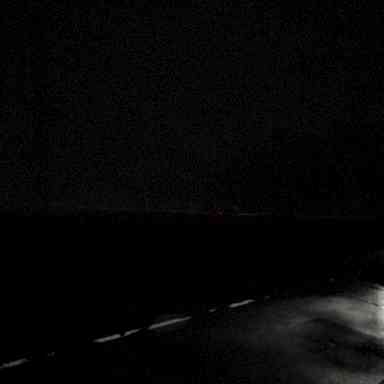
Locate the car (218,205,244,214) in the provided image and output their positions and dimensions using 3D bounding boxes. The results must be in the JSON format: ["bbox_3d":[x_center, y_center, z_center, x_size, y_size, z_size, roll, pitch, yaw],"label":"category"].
[{"bbox_3d":[7.190,3.153,59.208,1.812,1.442,4.674,1,-2,-33],"label":"car"}]

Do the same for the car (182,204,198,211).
[{"bbox_3d":[-0.551,3.575,77.525,1.882,1.535,5.008,1,-2,-33],"label":"car"}]

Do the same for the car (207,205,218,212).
[{"bbox_3d":[4.933,3.488,69.150,1.812,1.442,4.674,1,-2,-33],"label":"car"}]
